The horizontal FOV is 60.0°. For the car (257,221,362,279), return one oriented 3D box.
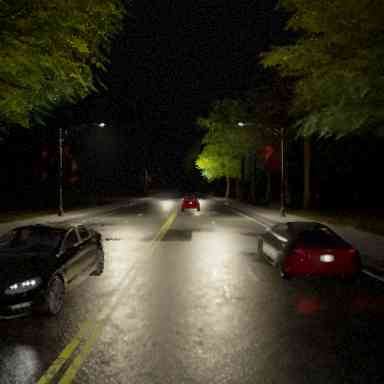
[{"bbox_3d":[3.240,1.558,9.994,1.994,1.385,4.181,0,0,0],"label":"car"}]

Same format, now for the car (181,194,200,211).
[{"bbox_3d":[-0.165,1.246,39.339,2.097,1.767,4.553,0,0,0],"label":"car"}]

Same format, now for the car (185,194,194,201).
[{"bbox_3d":[-0.532,1.205,73.450,2.033,1.411,5.357,0,0,-1],"label":"car"}]

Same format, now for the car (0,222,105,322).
[{"bbox_3d":[-3.356,1.488,7.508,2.128,1.511,4.902,0,0,0],"label":"car"}]

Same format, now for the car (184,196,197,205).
[{"bbox_3d":[-0.206,1.338,55.570,2.033,1.411,5.357,0,0,-1],"label":"car"}]
